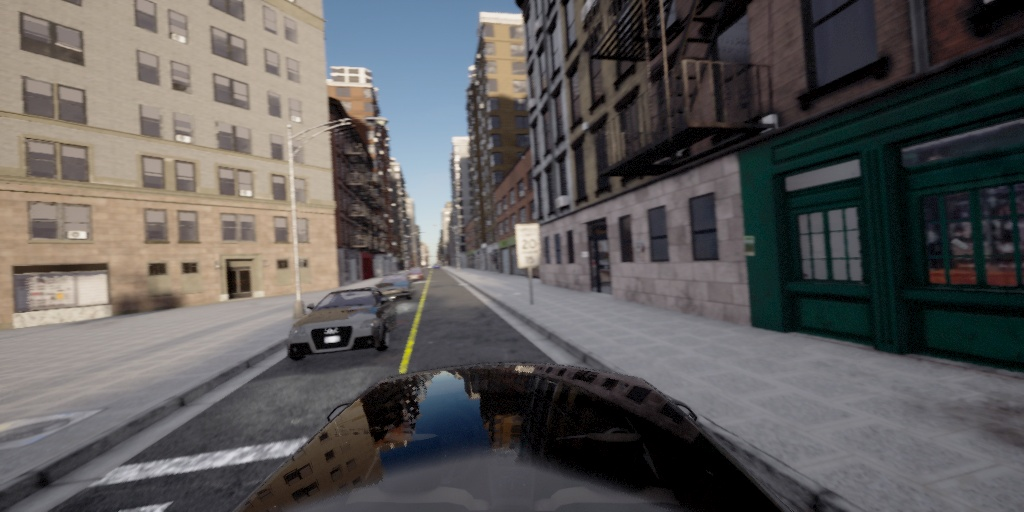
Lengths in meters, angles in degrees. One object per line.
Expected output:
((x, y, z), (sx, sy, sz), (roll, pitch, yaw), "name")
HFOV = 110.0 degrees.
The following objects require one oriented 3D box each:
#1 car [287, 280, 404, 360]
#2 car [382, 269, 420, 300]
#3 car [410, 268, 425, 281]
((-4.159, 1.571, 9.381), (1.994, 1.385, 4.181), (-4, 0, -12), "car")
((-6.573, 1.717, 20.478), (2.033, 1.411, 5.357), (-4, 0, -13), "car")
((-10.653, 2.008, 39.550), (1.812, 1.442, 4.674), (-4, 0, -12), "car")
